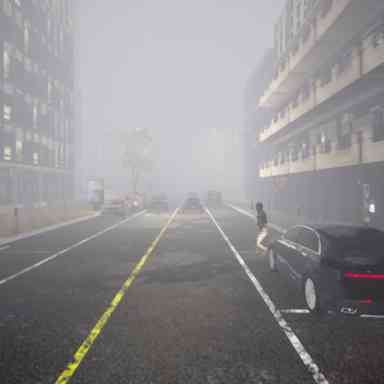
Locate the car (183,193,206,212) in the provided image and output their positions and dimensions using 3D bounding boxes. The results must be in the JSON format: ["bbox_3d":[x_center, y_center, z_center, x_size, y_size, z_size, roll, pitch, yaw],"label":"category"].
[{"bbox_3d":[0.080,1.091,31.048,1.812,1.442,4.674,0,1,0],"label":"car"}]

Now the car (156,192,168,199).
[{"bbox_3d":[-5.695,0.683,63.985,1.947,1.339,4.313,0,1,0],"label":"car"}]

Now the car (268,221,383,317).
[{"bbox_3d":[3.000,1.401,7.297,1.837,1.490,4.892,0,1,0],"label":"car"}]

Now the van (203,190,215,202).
[{"bbox_3d":[2.685,0.604,53.187,1.690,1.788,3.998,0,1,0],"label":"van"}]

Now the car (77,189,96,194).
[{"bbox_3d":[-27.481,-0.125,86.934,4.313,1.339,1.947,1,0,-1],"label":"car"}]

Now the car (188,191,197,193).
[{"bbox_3d":[0.078,0.688,47.963,2.097,1.767,4.553,0,1,0],"label":"car"}]

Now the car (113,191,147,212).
[{"bbox_3d":[-5.694,1.007,30.985,1.967,1.590,4.097,0,1,0],"label":"car"}]

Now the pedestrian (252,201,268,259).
[{"bbox_3d":[2.131,1.149,10.223,0.375,1.860,0.375,0,1,-1],"label":"pedestrian"}]

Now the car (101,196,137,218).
[{"bbox_3d":[-5.693,1.225,25.436,1.802,1.307,4.206,0,1,0],"label":"car"}]

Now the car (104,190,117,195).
[{"bbox_3d":[-22.035,-0.066,87.085,4.829,1.417,1.752,1,0,-1],"label":"car"}]

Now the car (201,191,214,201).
[{"bbox_3d":[2.685,0.628,58.739,1.967,1.590,4.097,0,1,0],"label":"car"}]

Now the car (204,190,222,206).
[{"bbox_3d":[2.686,0.729,42.085,2.192,1.841,5.009,0,1,0],"label":"car"}]

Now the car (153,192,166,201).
[{"bbox_3d":[-5.695,0.754,58.739,1.947,1.339,4.313,0,1,0],"label":"car"}]

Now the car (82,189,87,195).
[{"bbox_3d":[-27.373,-0.237,78.556,5.009,1.841,2.192,1,0,-1],"label":"car"}]

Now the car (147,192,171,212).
[{"bbox_3d":[-3.099,1.030,32.042,1.882,1.535,5.008,0,1,0],"label":"car"}]
